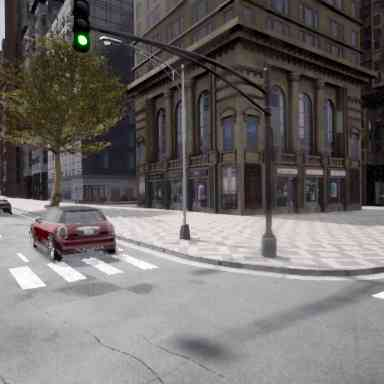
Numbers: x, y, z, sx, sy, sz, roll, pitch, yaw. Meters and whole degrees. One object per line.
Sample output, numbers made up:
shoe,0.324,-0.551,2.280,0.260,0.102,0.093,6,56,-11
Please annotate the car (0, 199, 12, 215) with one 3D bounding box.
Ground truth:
car,-18.864,1.438,32.439,1.837,1.490,4.892,-1,1,-36

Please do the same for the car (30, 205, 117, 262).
car,-4.562,1.311,12.414,2.097,1.767,4.553,-1,1,-36
